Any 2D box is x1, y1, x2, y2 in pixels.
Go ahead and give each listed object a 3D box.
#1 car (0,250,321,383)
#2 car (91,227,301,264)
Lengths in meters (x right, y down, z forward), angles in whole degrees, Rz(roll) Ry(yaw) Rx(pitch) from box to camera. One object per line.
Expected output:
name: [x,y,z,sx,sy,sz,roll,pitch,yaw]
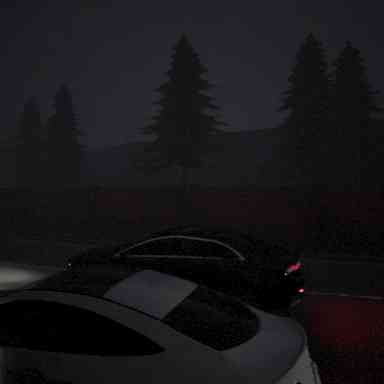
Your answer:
car: [-1.186,1.524,3.376,4.674,1.442,1.812,0,0,18]
car: [-0.269,1.488,6.758,4.902,1.511,2.128,0,0,18]
